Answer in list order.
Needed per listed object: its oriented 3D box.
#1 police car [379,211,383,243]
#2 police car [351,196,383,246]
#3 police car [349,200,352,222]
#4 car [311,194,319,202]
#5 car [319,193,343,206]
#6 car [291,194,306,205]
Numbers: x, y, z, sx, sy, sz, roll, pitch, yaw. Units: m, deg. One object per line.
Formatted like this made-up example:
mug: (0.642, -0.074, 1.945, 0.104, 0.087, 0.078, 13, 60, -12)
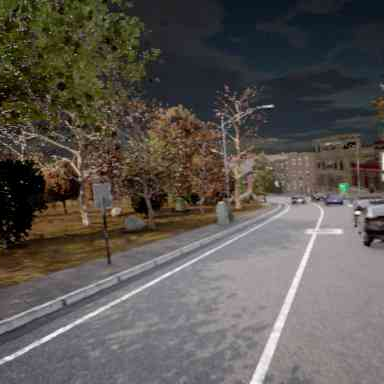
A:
police car: (3.845, 1.259, 4.127, 1.930, 1.638, 5.238, -3, 0, 23)
police car: (7.765, 1.119, 13.378, 1.930, 1.638, 5.238, -3, 0, 23)
police car: (10.117, 1.036, 18.930, 1.930, 1.638, 5.238, -3, 0, 23)
car: (20.409, 0.898, 53.712, 1.895, 1.301, 4.718, -4, -1, 11)
car: (17.239, 0.938, 40.839, 1.994, 1.385, 4.181, -4, -1, 16)
car: (15.470, 1.058, 48.386, 2.128, 1.511, 4.902, -4, -1, 13)
